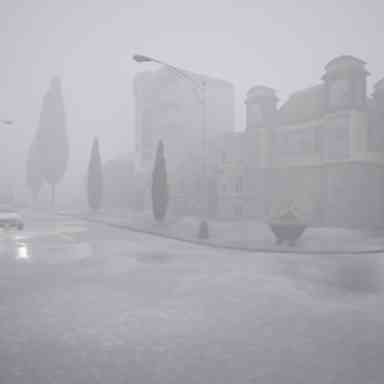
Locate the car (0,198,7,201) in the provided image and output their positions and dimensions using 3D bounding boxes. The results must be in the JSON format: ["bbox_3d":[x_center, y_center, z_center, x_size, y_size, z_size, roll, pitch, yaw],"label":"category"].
[{"bbox_3d":[-17.390,1.507,28.487,1.837,1.490,4.892,0,0,-36],"label":"car"}]

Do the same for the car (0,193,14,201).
[{"bbox_3d":[-30.003,1.225,53.414,2.150,2.045,5.566,0,0,-35],"label":"car"}]

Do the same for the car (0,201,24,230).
[{"bbox_3d":[-11.590,1.527,20.343,1.812,1.442,4.674,0,0,-35],"label":"car"}]
